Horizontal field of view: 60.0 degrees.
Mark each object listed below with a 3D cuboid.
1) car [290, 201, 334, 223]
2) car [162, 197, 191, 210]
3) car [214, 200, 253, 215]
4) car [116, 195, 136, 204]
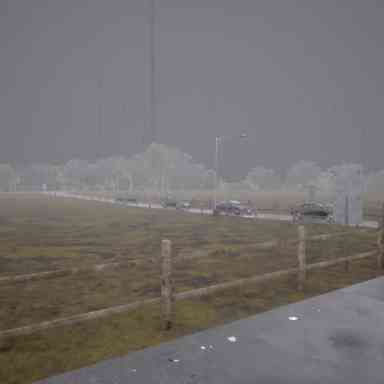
[{"bbox_3d":[9.854,1.488,25.553,2.128,1.511,4.902,1,-1,-34],"label":"car"},{"bbox_3d":[-1.968,1.393,42.109,2.128,1.511,4.902,1,0,-36],"label":"car"},{"bbox_3d":[4.081,1.518,33.669,1.812,1.442,4.674,1,-1,-36],"label":"car"},{"bbox_3d":[-10.553,1.222,54.215,1.895,1.301,4.718,1,1,-35],"label":"car"}]
